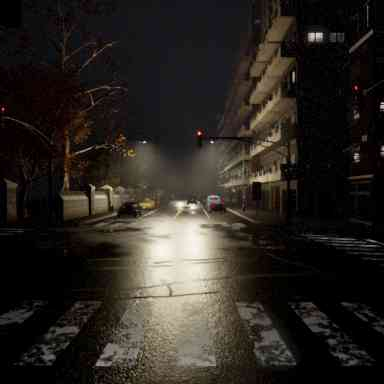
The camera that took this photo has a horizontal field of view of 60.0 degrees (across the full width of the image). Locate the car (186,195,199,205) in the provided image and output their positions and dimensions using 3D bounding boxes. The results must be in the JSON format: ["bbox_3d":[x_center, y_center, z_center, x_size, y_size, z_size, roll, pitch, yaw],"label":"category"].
[{"bbox_3d":[0.006,1.597,59.579,2.033,1.411,5.357,0,0,0],"label":"car"}]

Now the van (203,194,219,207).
[{"bbox_3d":[2.698,1.366,42.123,1.690,1.788,3.998,0,0,0],"label":"van"}]

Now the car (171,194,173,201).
[{"bbox_3d":[-5.680,1.508,70.275,1.967,1.590,4.097,0,0,0],"label":"car"}]

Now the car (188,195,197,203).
[{"bbox_3d":[0.009,1.444,69.998,1.837,1.490,4.892,0,0,0],"label":"car"}]

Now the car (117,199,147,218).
[{"bbox_3d":[-5.684,1.580,30.863,1.947,1.339,4.313,0,0,0],"label":"car"}]

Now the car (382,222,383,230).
[{"bbox_3d":[13.468,1.604,18.539,5.009,1.841,2.192,1,-1,-1],"label":"car"}]

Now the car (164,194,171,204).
[{"bbox_3d":[-5.681,1.498,64.646,1.967,1.590,4.097,0,0,0],"label":"car"}]

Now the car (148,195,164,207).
[{"bbox_3d":[-5.682,1.347,47.755,2.192,1.841,5.009,0,0,0],"label":"car"}]

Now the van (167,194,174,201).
[{"bbox_3d":[-5.678,1.445,87.165,1.690,1.788,3.998,0,0,0],"label":"van"}]

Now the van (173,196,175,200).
[{"bbox_3d":[-5.679,1.432,81.536,1.690,1.788,3.998,0,0,0],"label":"van"}]

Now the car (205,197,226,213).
[{"bbox_3d":[2.697,1.564,36.492,1.887,1.381,4.507,0,0,0],"label":"car"}]

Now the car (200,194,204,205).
[{"bbox_3d":[2.699,1.480,53.384,1.967,1.590,4.097,0,0,0],"label":"car"}]

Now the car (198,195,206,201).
[{"bbox_3d":[2.702,1.544,87.164,1.967,1.590,4.097,0,0,0],"label":"car"}]

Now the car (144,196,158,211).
[{"bbox_3d":[-5.683,1.550,41.955,1.752,1.417,4.829,0,0,0],"label":"car"}]

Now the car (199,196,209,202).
[{"bbox_3d":[2.700,1.629,75.904,2.008,1.369,4.403,0,0,0],"label":"car"}]

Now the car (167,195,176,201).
[{"bbox_3d":[-5.678,1.669,92.794,2.008,1.369,4.403,0,0,0],"label":"car"}]

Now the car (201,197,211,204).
[{"bbox_3d":[2.699,1.602,64.643,1.887,1.381,4.507,0,0,0],"label":"car"}]

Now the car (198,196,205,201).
[{"bbox_3d":[2.702,1.700,92.795,1.802,1.307,4.206,0,0,0],"label":"car"}]

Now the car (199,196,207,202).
[{"bbox_3d":[2.700,1.635,81.534,1.887,1.381,4.507,0,0,0],"label":"car"}]
